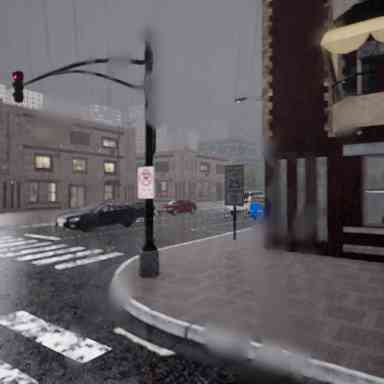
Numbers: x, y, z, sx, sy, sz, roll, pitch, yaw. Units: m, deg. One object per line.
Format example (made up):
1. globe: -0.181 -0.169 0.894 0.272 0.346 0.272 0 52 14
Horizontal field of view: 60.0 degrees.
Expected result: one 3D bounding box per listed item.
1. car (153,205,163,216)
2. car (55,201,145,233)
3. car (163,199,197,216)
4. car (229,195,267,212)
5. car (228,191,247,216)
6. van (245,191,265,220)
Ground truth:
1. car: -4.487 1.355 24.226 1.947 1.339 4.313 1 1 35
2. car: -5.212 1.332 18.648 2.128 1.511 4.902 0 1 34
3. car: -1.187 1.306 28.869 1.802 1.307 4.206 1 1 35
4. car: 5.882 1.125 34.351 1.837 1.490 4.892 0 1 35
5. car: 5.035 0.902 27.666 2.150 2.045 5.566 0 1 36
6. van: 5.654 1.045 24.025 1.690 1.788 3.998 1 1 35
